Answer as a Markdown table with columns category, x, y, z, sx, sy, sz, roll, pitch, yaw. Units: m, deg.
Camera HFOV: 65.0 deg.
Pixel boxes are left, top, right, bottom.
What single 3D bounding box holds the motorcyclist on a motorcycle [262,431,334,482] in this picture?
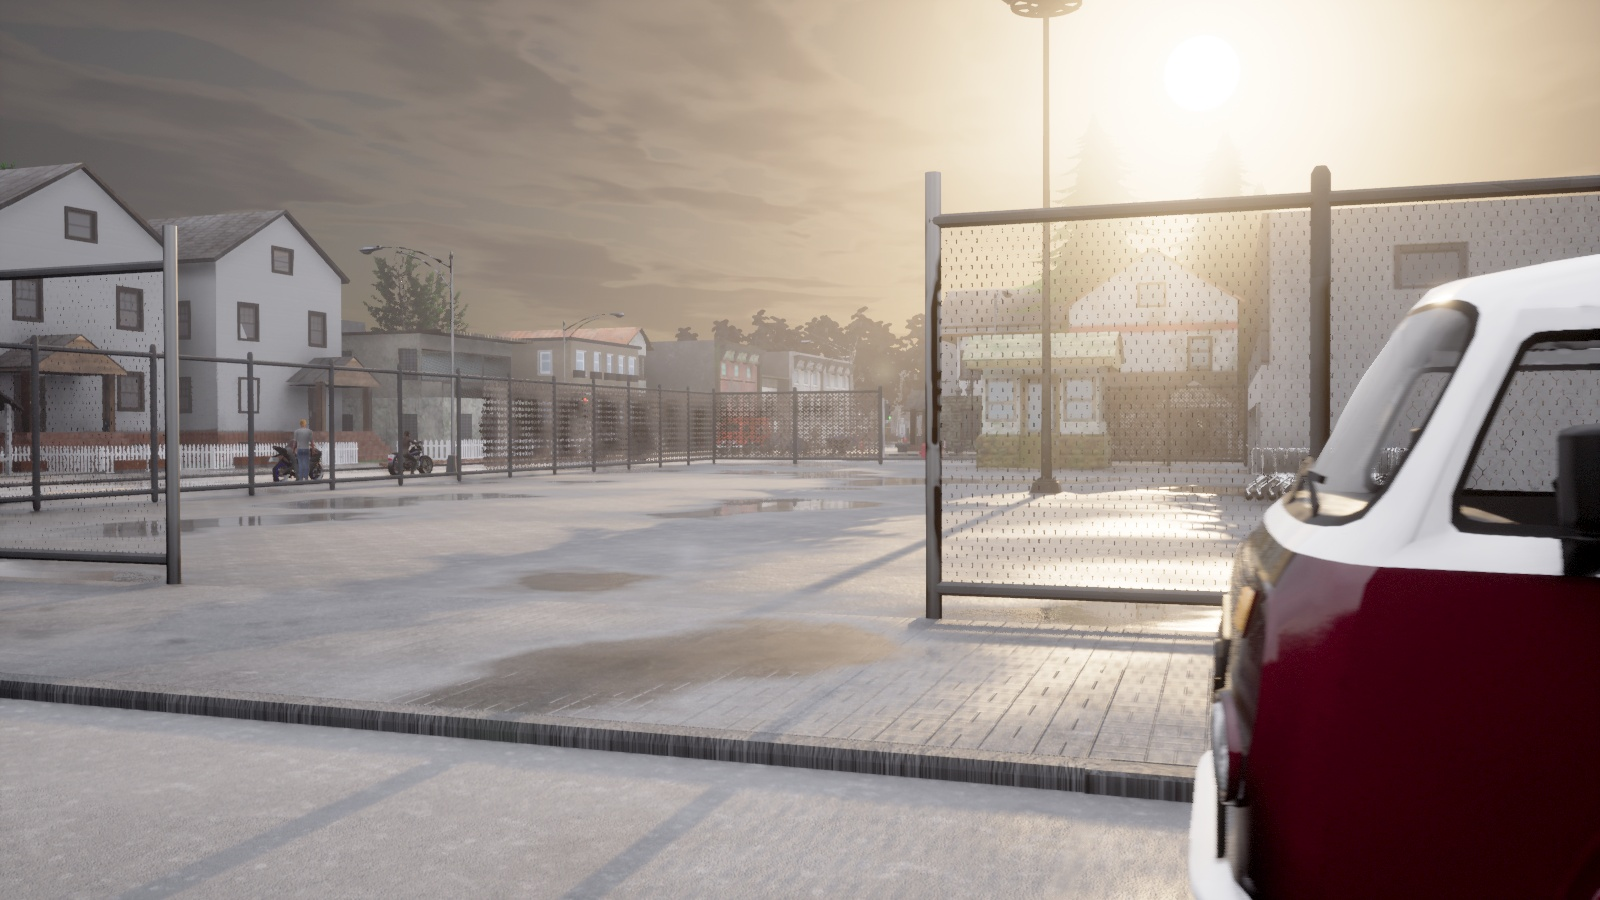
| category | x | y | z | sx | sy | sz | roll | pitch | yaw |
| --- | --- | --- | --- | --- | --- | --- | --- | --- | --- |
| motorcyclist on a motorcycle | -15.574 | 0.178 | 39.026 | 0.866 | 1.530 | 2.191 | 1 | 1 | 19 |

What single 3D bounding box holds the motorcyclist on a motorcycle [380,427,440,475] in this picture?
| category | x | y | z | sx | sy | sz | roll | pitch | yaw |
| --- | --- | --- | --- | --- | --- | --- | --- | --- | --- |
| motorcyclist on a motorcycle | -13.768 | 0.014 | 44.441 | 0.766 | 1.649 | 2.350 | 1 | 1 | 20 |

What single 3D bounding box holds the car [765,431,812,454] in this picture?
| category | x | y | z | sx | sy | sz | roll | pitch | yaw |
| --- | --- | --- | --- | --- | --- | --- | --- | --- | --- |
| car | -0.735 | -0.488 | 82.752 | 1.816 | 1.474 | 4.193 | 1 | 1 | 19 |

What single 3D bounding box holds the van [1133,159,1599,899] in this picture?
| category | x | y | z | sx | sy | sz | roll | pitch | yaw |
| --- | --- | --- | --- | --- | --- | --- | --- | --- | --- |
| van | 3.097 | 0.519 | 2.671 | 4.480 | 2.038 | 2.069 | 1 | 1 | 19 |

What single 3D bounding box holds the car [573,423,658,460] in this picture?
| category | x | y | z | sx | sy | sz | roll | pitch | yaw |
| --- | --- | --- | --- | --- | --- | --- | --- | --- | --- |
| car | -9.397 | -0.439 | 64.089 | 3.866 | 1.878 | 1.905 | 0 | 1 | -28 |

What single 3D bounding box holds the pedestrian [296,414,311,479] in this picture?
| category | x | y | z | sx | sy | sz | roll | pitch | yaw |
| --- | --- | --- | --- | --- | --- | --- | --- | --- | --- |
| pedestrian | -14.273 | -0.098 | 36.088 | 0.354 | 1.836 | 0.706 | 0 | 1 | -24 |

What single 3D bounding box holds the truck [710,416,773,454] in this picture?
| category | x | y | z | sx | sy | sz | roll | pitch | yaw |
| --- | --- | --- | --- | --- | --- | --- | --- | --- | --- |
| truck | -3.927 | -1.049 | 85.792 | 2.627 | 2.467 | 5.204 | 1 | 1 | 18 |
